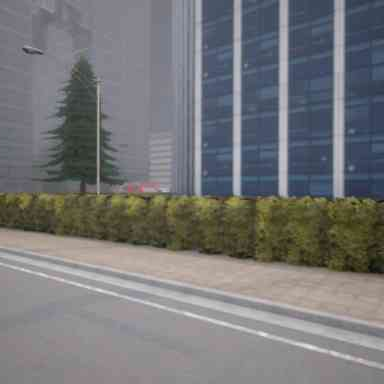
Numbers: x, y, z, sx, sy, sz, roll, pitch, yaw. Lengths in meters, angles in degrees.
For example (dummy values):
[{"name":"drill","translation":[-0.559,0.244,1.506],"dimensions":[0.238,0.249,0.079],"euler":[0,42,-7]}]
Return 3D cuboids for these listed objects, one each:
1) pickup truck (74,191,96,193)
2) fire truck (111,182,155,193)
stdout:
[{"name":"pickup truck","translation":[-20.611,0.792,65.426],"dimensions":[6.274,2.098,2.390],"euler":[0,0,-24]},{"name":"fire truck","translation":[-10.100,0.130,57.573],"dimensions":[2.891,3.827,8.468],"euler":[0,0,35]}]
